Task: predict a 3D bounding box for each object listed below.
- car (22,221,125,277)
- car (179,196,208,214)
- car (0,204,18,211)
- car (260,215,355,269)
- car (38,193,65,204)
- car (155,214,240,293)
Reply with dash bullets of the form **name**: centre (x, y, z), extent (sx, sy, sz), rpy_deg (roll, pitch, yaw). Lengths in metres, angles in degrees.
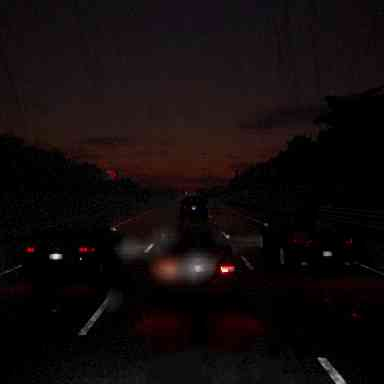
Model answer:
- **car**: centre (-3.389, 1.584, 10.283), extent (1.994, 1.385, 4.181), rpy_deg (0, 0, 0)
- **car**: centre (0.128, 1.340, 27.625), extent (2.150, 2.045, 5.566), rpy_deg (0, 0, 0)
- **car**: centre (-14.076, 1.620, 23.758), extent (1.812, 1.442, 4.674), rpy_deg (0, 0, 0)
- **car**: centre (3.610, 1.502, 11.309), extent (1.882, 1.535, 5.008), rpy_deg (0, 0, 0)
- **car**: centre (-20.949, 1.125, 49.967), extent (2.150, 2.045, 5.566), rpy_deg (0, -1, 0)
- **car**: centre (0.109, 1.563, 8.992), extent (2.033, 1.411, 5.357), rpy_deg (0, 0, 0)
